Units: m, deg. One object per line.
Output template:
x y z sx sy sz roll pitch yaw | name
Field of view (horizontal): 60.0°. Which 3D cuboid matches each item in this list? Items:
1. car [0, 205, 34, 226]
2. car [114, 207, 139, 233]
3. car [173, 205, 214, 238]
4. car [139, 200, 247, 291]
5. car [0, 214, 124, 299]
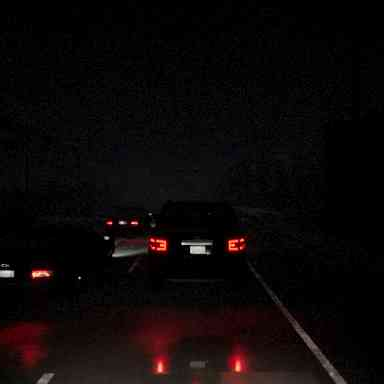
-10.523 1.493 18.312 2.128 1.511 4.902 0 0 0 | car
-3.413 1.547 18.680 2.033 1.411 5.357 0 0 0 | car
0.090 1.547 19.080 2.033 1.411 5.357 0 0 0 | car
0.094 1.221 9.149 2.150 2.045 5.566 0 0 0 | car
-3.411 1.547 8.608 2.033 1.411 5.357 0 0 0 | car
